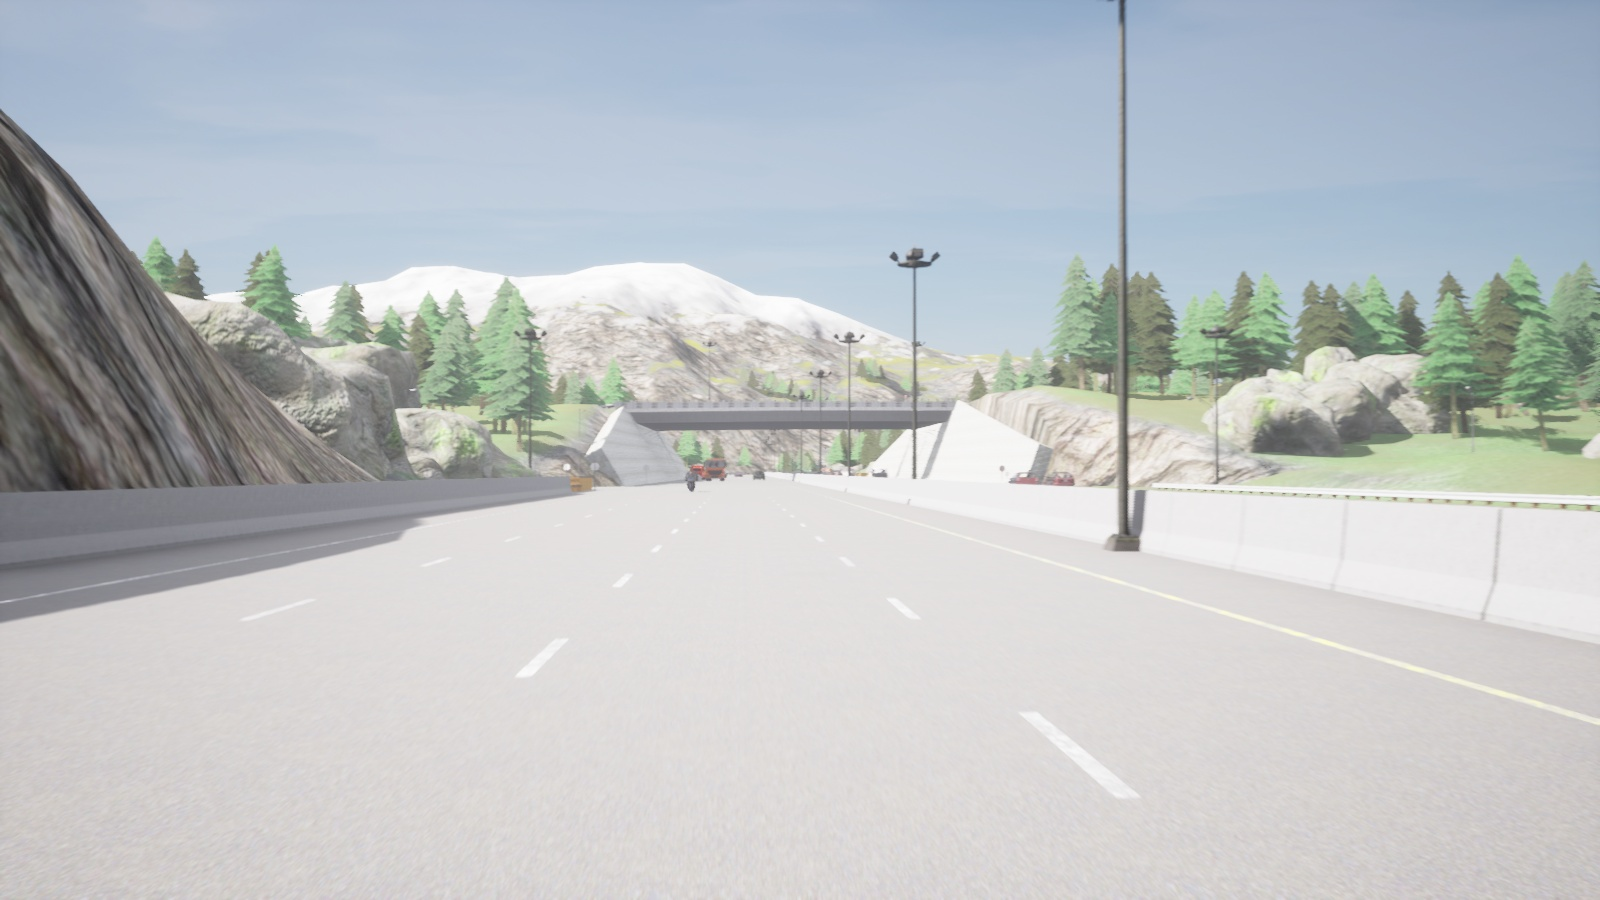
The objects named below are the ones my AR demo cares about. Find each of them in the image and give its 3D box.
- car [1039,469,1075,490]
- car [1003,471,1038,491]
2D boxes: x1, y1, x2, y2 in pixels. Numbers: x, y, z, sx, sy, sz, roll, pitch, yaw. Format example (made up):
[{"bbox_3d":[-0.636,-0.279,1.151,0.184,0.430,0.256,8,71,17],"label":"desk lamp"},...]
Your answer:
[{"bbox_3d":[19.753,2.283,96.595,1.789,1.549,3.705,0,-1,-3],"label":"car"},{"bbox_3d":[16.403,2.287,93.570,1.845,1.501,3.633,0,-1,-3],"label":"car"}]
